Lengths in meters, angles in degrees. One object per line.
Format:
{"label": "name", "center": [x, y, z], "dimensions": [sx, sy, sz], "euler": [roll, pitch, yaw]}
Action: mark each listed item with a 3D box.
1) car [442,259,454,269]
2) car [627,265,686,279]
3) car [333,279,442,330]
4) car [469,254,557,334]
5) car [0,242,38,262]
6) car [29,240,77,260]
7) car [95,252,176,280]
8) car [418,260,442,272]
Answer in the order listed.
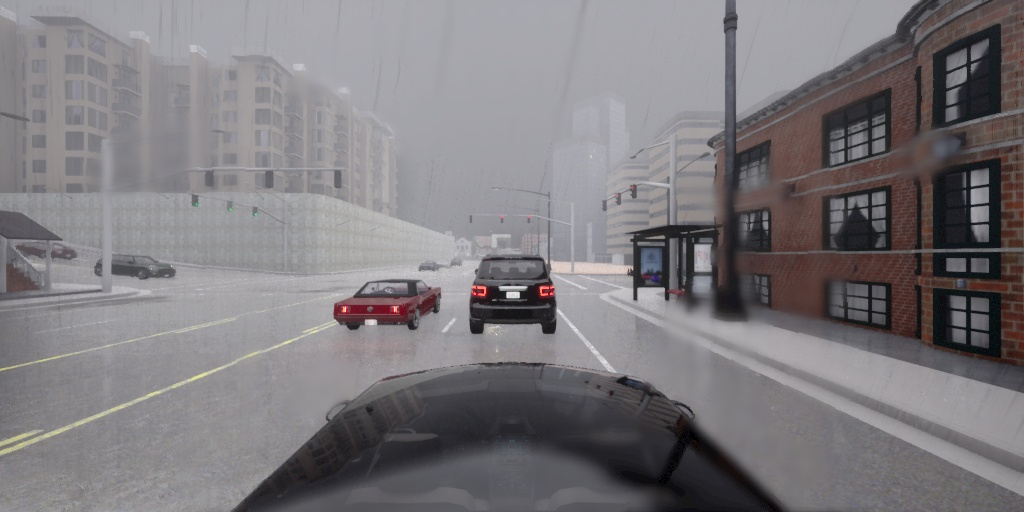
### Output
{"label": "car", "center": [-10.893, 1.276, 56.938], "dimensions": [1.812, 1.442, 4.674], "euler": [0, 0, -1]}
{"label": "car", "center": [12.489, 1.351, 30.966], "dimensions": [4.718, 1.301, 1.895], "euler": [0, 0, -1]}
{"label": "car", "center": [-3.474, 1.351, 11.066], "dimensions": [1.895, 1.301, 4.718], "euler": [0, 0, 0]}
{"label": "car", "center": [0.024, 0.971, 10.750], "dimensions": [2.150, 2.045, 5.566], "euler": [0, 0, 0]}
{"label": "car", "center": [-39.123, -0.430, 26.797], "dimensions": [4.181, 1.385, 1.994], "euler": [10, 0, -1]}
{"label": "car", "center": [-39.915, -0.594, 30.497], "dimensions": [4.674, 1.442, 1.812], "euler": [10, 0, 0]}
{"label": "car", "center": [-28.081, 0.719, 26.904], "dimensions": [4.553, 1.767, 2.097], "euler": [5, 0, 0]}
{"label": "car", "center": [-10.848, 1.314, 46.960], "dimensions": [1.994, 1.385, 4.181], "euler": [0, 0, 0]}
